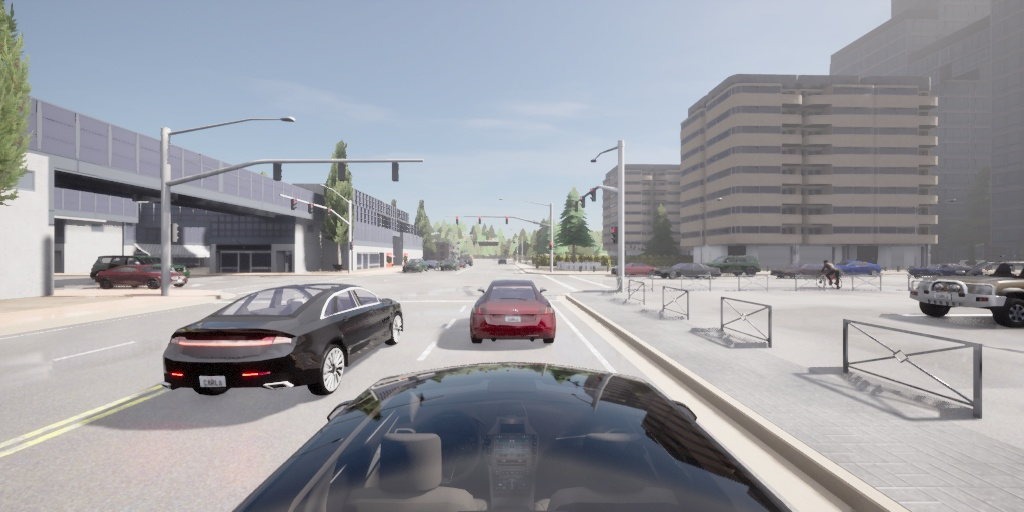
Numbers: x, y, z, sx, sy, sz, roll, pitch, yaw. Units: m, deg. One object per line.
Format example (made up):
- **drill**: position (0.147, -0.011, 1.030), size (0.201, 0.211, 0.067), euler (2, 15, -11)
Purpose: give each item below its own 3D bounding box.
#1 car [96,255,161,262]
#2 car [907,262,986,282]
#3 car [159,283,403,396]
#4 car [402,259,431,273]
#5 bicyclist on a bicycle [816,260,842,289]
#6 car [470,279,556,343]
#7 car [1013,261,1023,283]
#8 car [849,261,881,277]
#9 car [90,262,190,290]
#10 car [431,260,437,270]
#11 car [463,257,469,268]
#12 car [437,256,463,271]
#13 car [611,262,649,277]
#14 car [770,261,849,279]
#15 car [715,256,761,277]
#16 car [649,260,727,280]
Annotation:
- **car**: position (-26.453, 0.971, 25.594), size (5.566, 2.045, 2.150), euler (0, 0, -1)
- **car**: position (38.361, 1.351, 31.876), size (4.718, 1.301, 1.895), euler (0, 0, -1)
- **car**: position (-3.476, 1.242, 6.585), size (2.128, 1.511, 4.902), euler (0, 0, 0)
- **car**: position (-11.788, 1.101, 43.600), size (2.097, 1.767, 4.553), euler (0, 0, 0)
- **bicyclist on a bicycle**: position (17.920, 1.052, 20.297), size (0.582, 1.620, 1.656), euler (0, 0, -2)
- **car**: position (0.009, 1.314, 9.644), size (1.994, 1.385, 4.181), euler (0, 0, 0)
- **car**: position (43.291, 1.314, 28.395), size (4.181, 1.385, 1.994), euler (0, 0, -1)
- **car**: position (33.212, 1.228, 35.238), size (5.008, 1.535, 1.882), euler (0, 0, -2)
- **car**: position (-22.895, 1.276, 22.199), size (4.674, 1.442, 1.812), euler (0, 0, 0)
- **car**: position (-12.005, 1.297, 53.533), size (2.033, 1.411, 5.357), euler (0, 0, -1)
- **car**: position (-8.642, 1.314, 58.969), size (1.994, 1.385, 4.181), euler (0, 0, -1)
- **car**: position (-8.356, 1.101, 48.500), size (2.097, 1.767, 4.553), euler (0, 0, -1)
- **car**: position (11.734, 1.314, 34.600), size (4.181, 1.385, 1.994), euler (0, 0, -2)
- **car**: position (25.839, 1.297, 31.524), size (5.357, 1.411, 2.033), euler (0, 0, -2)
- **car**: position (21.077, 0.971, 34.884), size (5.566, 2.045, 2.150), euler (0, 0, -2)
- **car**: position (15.225, 1.297, 31.204), size (5.357, 1.411, 2.033), euler (0, 0, -2)
